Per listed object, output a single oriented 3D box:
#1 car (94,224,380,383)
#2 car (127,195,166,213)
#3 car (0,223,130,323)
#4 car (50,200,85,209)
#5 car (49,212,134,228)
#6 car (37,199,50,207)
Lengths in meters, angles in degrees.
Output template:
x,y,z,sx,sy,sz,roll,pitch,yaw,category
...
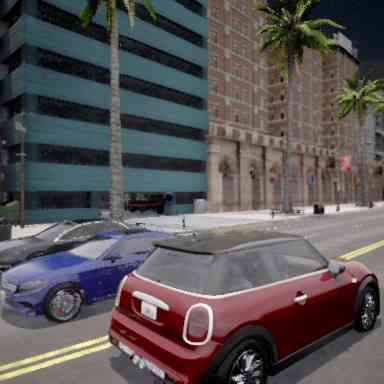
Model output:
x,y,z,sx,sy,sz,roll,pitch,yaw,category
1.114,1.389,5.227,4.553,1.767,2.097,0,-1,-41,car
-4.945,1.363,39.288,2.435,2.045,5.566,-1,-1,44,car
-1.661,1.597,7.536,4.674,1.442,1.812,0,0,-42,car
-18.840,1.973,51.521,1.895,1.301,4.718,-1,-1,44,car
-3.570,1.610,10.499,4.892,1.490,1.837,0,0,-42,car
-26.905,2.034,59.870,2.161,1.482,4.786,-1,-1,44,car
